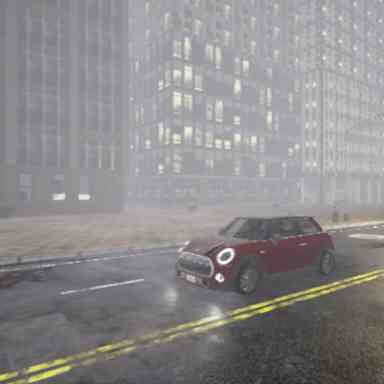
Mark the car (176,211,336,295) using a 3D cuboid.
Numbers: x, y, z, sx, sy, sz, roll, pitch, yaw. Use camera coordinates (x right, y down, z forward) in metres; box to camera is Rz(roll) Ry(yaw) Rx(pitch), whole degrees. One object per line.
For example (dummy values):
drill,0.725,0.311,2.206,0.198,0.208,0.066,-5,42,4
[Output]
car,1.802,1.396,8.949,4.553,1.767,2.097,0,0,-35
